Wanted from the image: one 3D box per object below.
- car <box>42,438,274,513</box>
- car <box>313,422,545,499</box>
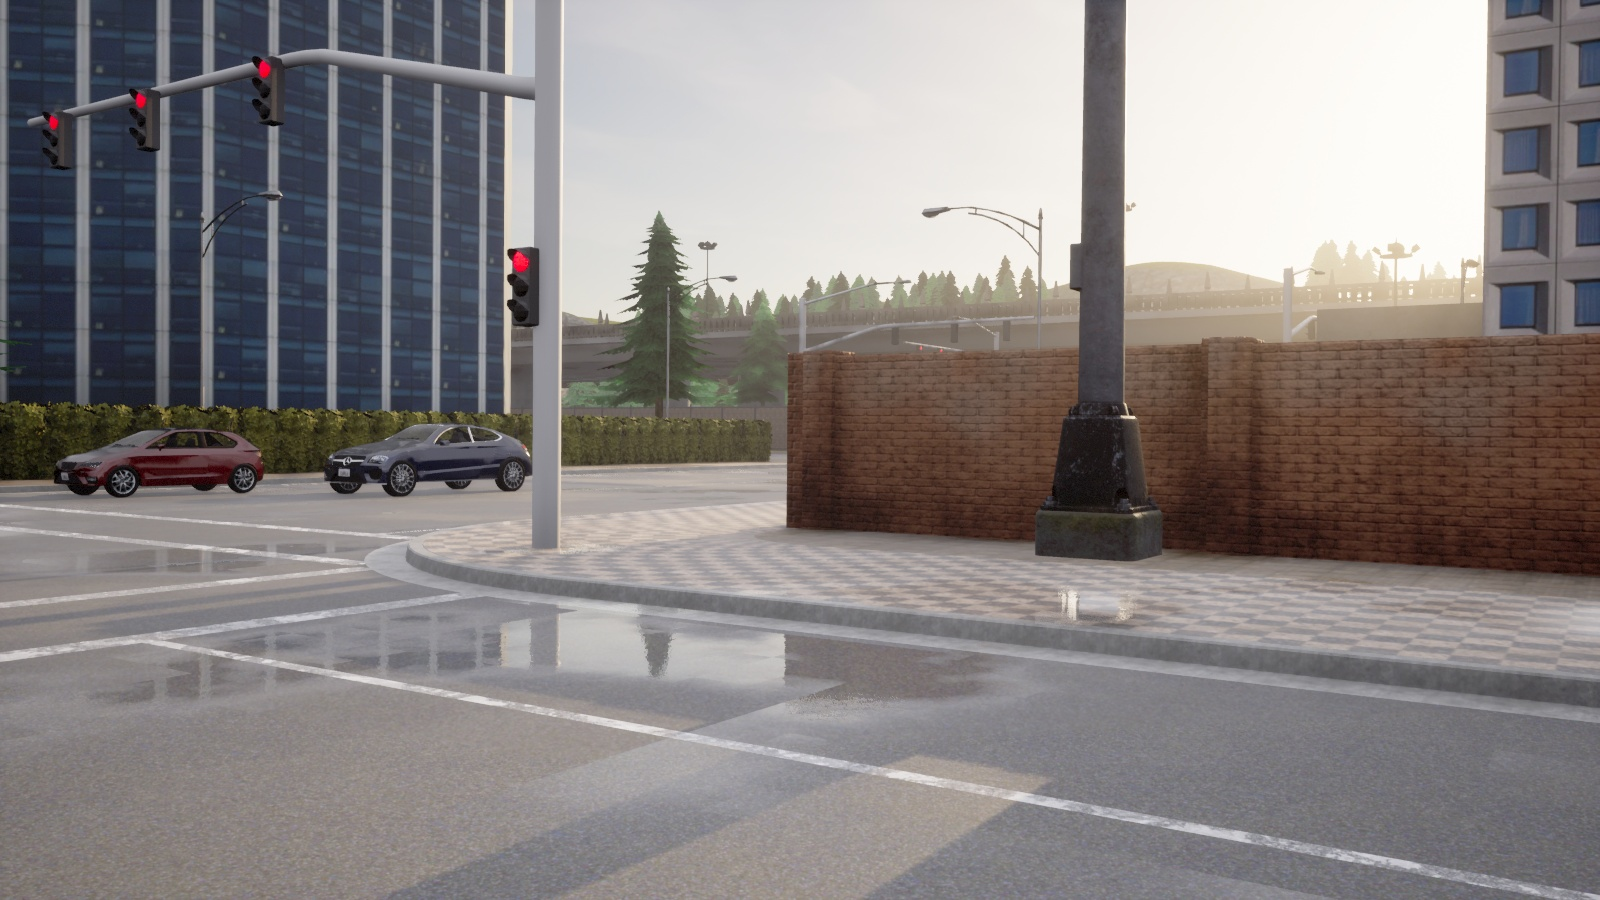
[{"bbox_3d":[-14.023,0.494,27.653,1.816,1.474,4.193,0,1,33],"label":"car"},{"bbox_3d":[-8.596,0.184,29.564,2.152,1.651,5.027,0,1,33],"label":"car"}]
